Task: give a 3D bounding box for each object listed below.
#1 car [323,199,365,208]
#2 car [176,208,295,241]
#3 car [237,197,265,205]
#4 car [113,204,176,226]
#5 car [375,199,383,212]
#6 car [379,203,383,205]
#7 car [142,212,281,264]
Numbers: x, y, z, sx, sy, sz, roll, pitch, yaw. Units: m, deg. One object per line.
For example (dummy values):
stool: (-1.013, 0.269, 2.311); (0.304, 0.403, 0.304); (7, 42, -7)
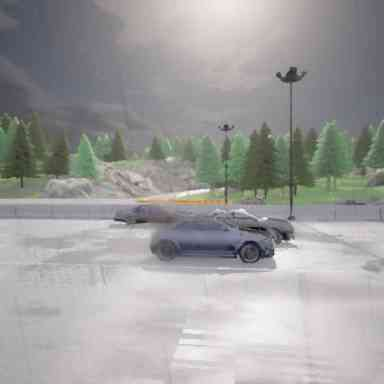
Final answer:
car: (18.697, 1.571, 41.251); (4.718, 1.301, 1.895); (0, 0, 7)
car: (2.000, 1.484, 14.800); (4.902, 1.511, 2.128); (0, 0, 7)
car: (9.189, 1.536, 51.750); (4.181, 1.385, 1.994); (0, 0, 40)
car: (-2.505, 1.540, 22.373); (5.357, 1.411, 2.033); (0, 0, 7)
car: (23.149, 1.533, 37.209); (4.181, 1.385, 1.994); (0, 0, 7)
car: (20.068, 1.538, 30.521); (4.181, 1.385, 1.994); (0, 0, 7)
car: (0.677, 1.557, 11.431); (4.181, 1.385, 1.994); (0, 0, 7)
